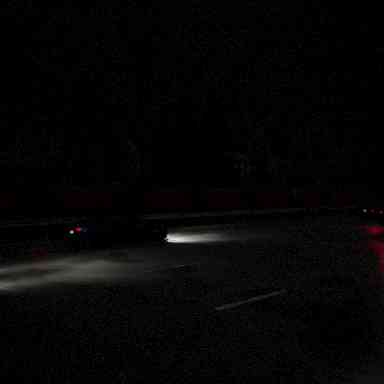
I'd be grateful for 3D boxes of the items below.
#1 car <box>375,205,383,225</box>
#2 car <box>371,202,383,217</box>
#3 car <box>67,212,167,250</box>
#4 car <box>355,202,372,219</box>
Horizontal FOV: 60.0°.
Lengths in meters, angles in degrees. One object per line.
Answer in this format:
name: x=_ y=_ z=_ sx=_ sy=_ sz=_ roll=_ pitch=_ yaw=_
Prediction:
car: x=11.372 y=1.492 z=16.324 sx=4.902 sy=1.511 sz=2.128 roll=0 pitch=0 yaw=-36
car: x=14.664 y=1.526 z=23.038 sx=4.674 sy=1.442 sz=1.812 roll=0 pitch=0 yaw=-36
car: x=-3.175 y=1.563 z=14.417 sx=4.181 sy=1.385 sz=1.994 roll=0 pitch=0 yaw=-36
car: x=16.022 y=1.547 z=28.366 sx=5.357 sy=1.411 sz=2.033 roll=0 pitch=0 yaw=-36
